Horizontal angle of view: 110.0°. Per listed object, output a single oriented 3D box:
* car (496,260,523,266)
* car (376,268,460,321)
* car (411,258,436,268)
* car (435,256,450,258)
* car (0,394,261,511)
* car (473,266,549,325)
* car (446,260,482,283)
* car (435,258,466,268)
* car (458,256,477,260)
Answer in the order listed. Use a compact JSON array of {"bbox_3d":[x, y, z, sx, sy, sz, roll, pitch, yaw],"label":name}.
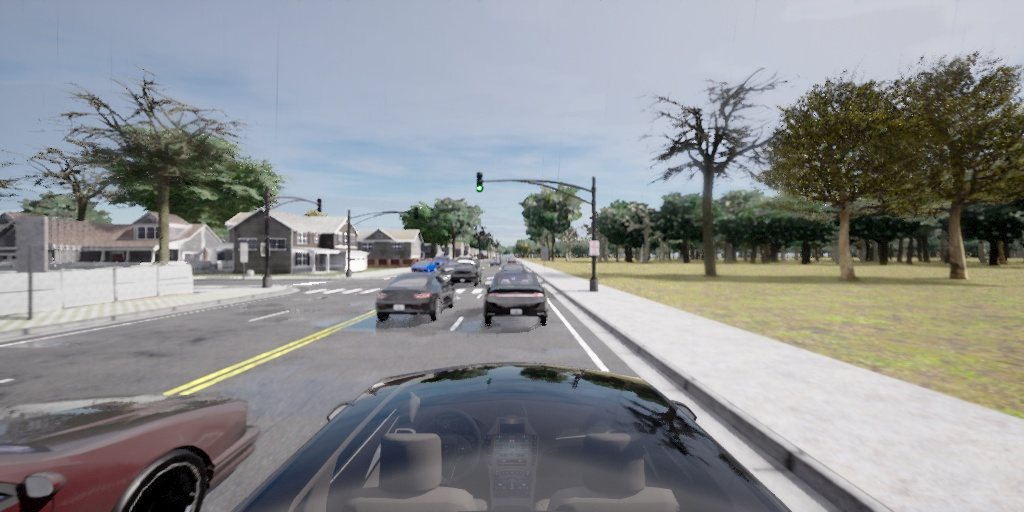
[{"bbox_3d":[0.091,1.252,25.442,1.882,1.535,5.008,0,0,0],"label":"car"},{"bbox_3d":[-3.148,1.287,12.368,1.812,1.442,4.674,0,0,1],"label":"car"},{"bbox_3d":[-9.838,1.260,40.197,1.882,1.535,5.008,0,0,1],"label":"car"},{"bbox_3d":[-9.842,1.006,50.002,2.150,2.045,5.566,0,0,0],"label":"car"},{"bbox_3d":[-3.156,1.296,0.686,2.033,1.411,5.357,0,0,0],"label":"car"},{"bbox_3d":[0.101,1.252,11.835,2.128,1.511,4.902,0,0,0],"label":"car"},{"bbox_3d":[-3.154,1.281,25.330,1.837,1.490,4.892,0,1,0],"label":"car"},{"bbox_3d":[-6.602,1.273,39.112,2.128,1.511,4.902,0,0,0],"label":"car"},{"bbox_3d":[-6.596,1.006,49.779,2.150,2.045,5.566,0,0,0],"label":"car"}]
